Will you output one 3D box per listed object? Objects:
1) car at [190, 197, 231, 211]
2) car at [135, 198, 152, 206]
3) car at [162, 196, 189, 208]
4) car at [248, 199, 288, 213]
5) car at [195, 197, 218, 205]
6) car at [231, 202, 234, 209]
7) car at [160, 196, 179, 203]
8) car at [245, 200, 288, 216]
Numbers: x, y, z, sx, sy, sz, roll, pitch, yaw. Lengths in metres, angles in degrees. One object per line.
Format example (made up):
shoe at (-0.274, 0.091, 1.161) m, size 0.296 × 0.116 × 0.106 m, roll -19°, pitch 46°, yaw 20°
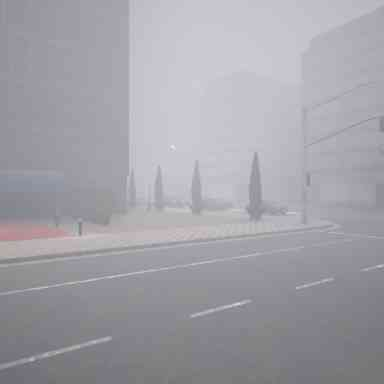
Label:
car at (2.166, 1.505, 41.004) m, size 1.837 × 1.490 × 4.892 m, roll 0°, pitch 0°, yaw -35°
car at (-8.576, 1.601, 56.463) m, size 1.895 × 1.301 × 4.718 m, roll 0°, pitch 0°, yaw -34°
car at (-3.005, 1.352, 48.426) m, size 2.097 × 1.767 × 4.553 m, roll 0°, pitch 0°, yaw -35°
car at (8.561, 1.564, 37.958) m, size 1.994 × 1.385 × 4.181 m, roll 0°, pitch 0°, yaw -35°
car at (2.507, 1.562, 59.207) m, size 1.994 × 1.385 × 4.181 m, roll 0°, pitch 0°, yaw -35°
car at (3.752, 1.564, 44.849) m, size 1.994 × 1.385 × 4.181 m, roll 0°, pitch 0°, yaw -35°
car at (-4.707, 1.600, 69.595) m, size 1.895 × 1.301 × 4.718 m, roll 0°, pitch 0°, yaw -34°
car at (7.415, 1.526, 33.484) m, size 1.812 × 1.442 × 4.674 m, roll 0°, pitch 0°, yaw -38°
